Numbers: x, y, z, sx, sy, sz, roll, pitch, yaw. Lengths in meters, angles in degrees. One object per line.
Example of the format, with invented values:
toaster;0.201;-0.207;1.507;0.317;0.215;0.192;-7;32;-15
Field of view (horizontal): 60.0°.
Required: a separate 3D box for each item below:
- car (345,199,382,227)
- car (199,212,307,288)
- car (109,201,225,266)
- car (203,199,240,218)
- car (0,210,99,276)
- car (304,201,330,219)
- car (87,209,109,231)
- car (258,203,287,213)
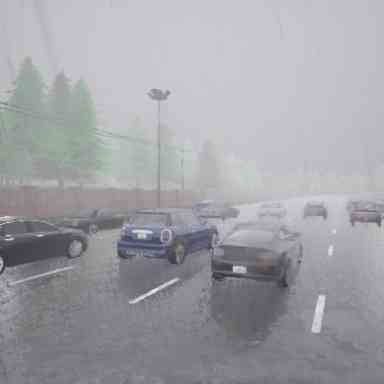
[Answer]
car;12.258;1.540;23.653;2.128;1.511;4.902;0;0;24
car;1.993;1.539;9.392;1.812;1.442;4.674;0;0;24
car;-0.636;1.363;12.040;2.097;1.767;4.553;0;0;24
car;2.392;1.580;27.286;2.033;1.411;5.357;0;0;24
car;-5.314;1.504;10.187;1.837;1.490;4.892;0;0;24
car;11.014;1.544;29.378;2.128;1.511;4.902;0;0;24
car;-5.332;1.609;18.660;1.895;1.301;4.718;0;0;24
car;7.267;1.646;29.582;1.895;1.301;4.718;0;0;24
